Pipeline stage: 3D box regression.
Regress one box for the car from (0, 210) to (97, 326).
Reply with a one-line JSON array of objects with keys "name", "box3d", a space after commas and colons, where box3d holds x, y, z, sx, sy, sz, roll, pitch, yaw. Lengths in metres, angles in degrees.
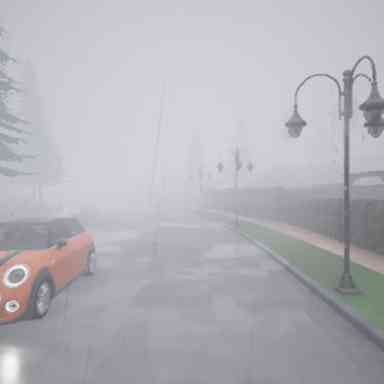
[{"name": "car", "box3d": [-3.654, 1.353, 7.268, 2.097, 1.767, 4.553, 0, 0, -1]}]
